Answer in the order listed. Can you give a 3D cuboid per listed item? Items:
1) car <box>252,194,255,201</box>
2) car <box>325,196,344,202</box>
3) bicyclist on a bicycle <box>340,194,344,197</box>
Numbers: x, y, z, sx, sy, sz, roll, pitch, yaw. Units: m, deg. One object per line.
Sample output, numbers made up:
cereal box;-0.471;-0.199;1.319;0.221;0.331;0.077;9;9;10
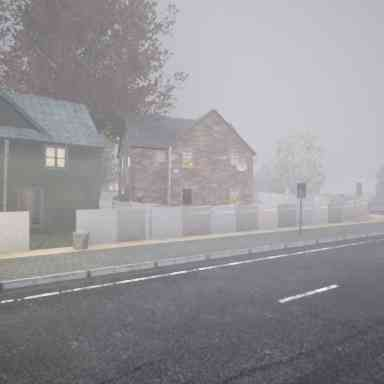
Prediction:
car;8.533;0.581;56.138;2.150;2.045;5.566;1;1;-20
car;15.594;1.173;36.544;2.128;1.511;4.902;1;1;-20
bicyclist on a bicycle;19.457;1.034;43.118;1.656;1.620;0.582;1;0;-20
